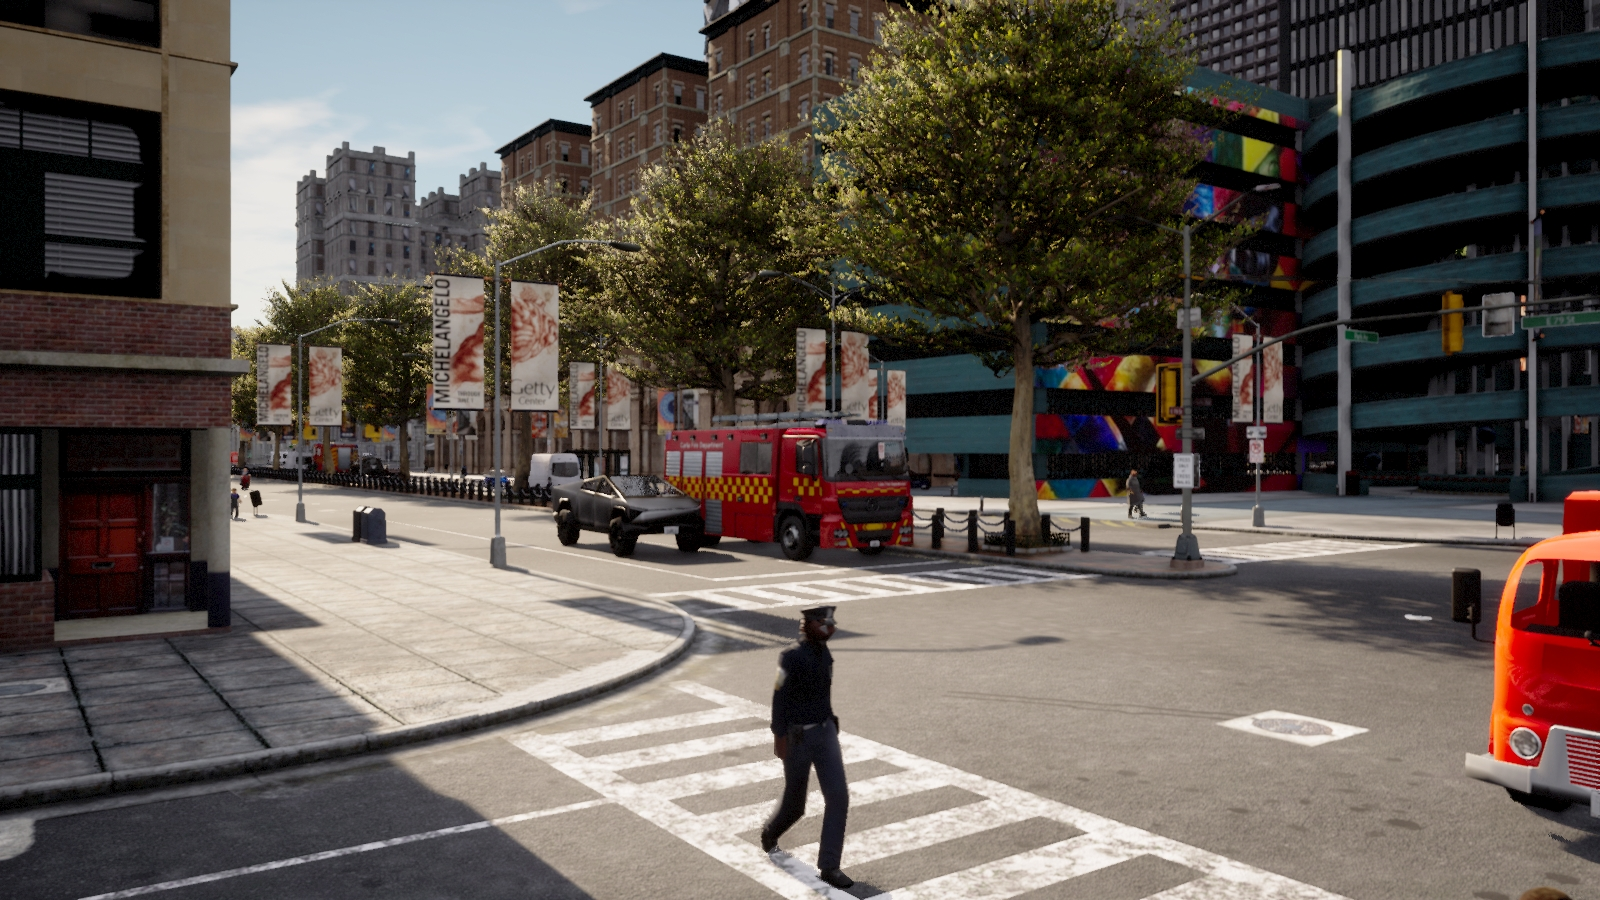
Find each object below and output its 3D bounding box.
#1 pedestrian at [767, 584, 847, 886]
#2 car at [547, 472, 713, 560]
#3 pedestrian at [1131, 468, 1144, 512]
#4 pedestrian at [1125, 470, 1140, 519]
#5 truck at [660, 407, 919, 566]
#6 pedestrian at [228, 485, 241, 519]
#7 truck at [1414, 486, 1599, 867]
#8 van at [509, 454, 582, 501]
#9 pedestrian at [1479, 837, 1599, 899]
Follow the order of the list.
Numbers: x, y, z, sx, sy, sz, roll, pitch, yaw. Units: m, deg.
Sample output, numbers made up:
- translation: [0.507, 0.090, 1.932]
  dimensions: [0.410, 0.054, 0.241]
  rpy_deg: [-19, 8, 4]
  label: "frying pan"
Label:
- translation: [0.044, 1.845, 7.533]
  dimensions: [0.375, 1.860, 0.375]
  rpy_deg: [0, 0, -38]
  label: "pedestrian"
- translation: [-4.969, 1.743, 32.404]
  dimensions: [2.390, 2.098, 6.274]
  rpy_deg: [0, 0, -31]
  label: "car"
- translation: [14.129, 1.670, 47.791]
  dimensions: [0.375, 1.860, 0.375]
  rpy_deg: [0, 0, -19]
  label: "pedestrian"
- translation: [12.592, 1.674, 43.301]
  dimensions: [0.375, 1.860, 0.375]
  rpy_deg: [0, 0, -29]
  label: "pedestrian"
- translation: [-0.583, 0.878, 31.834]
  dimensions: [2.891, 3.827, 8.468]
  rpy_deg: [0, 0, -35]
  label: "truck"
- translation: [-21.492, 1.970, 43.414]
  dimensions: [0.375, 1.300, 0.375]
  rpy_deg: [0, 0, -36]
  label: "pedestrian"
- translation: [7.539, 1.564, 9.062]
  dimensions: [5.204, 2.467, 2.627]
  rpy_deg: [0, 0, -35]
  label: "truck"
- translation: [-14.689, 1.517, 65.677]
  dimensions: [1.988, 2.561, 5.915]
  rpy_deg: [0, 0, -35]
  label: "van"
- translation: [2.748, 2.125, 4.111]
  dimensions: [0.375, 1.300, 0.375]
  rpy_deg: [0, 0, -24]
  label: "pedestrian"
